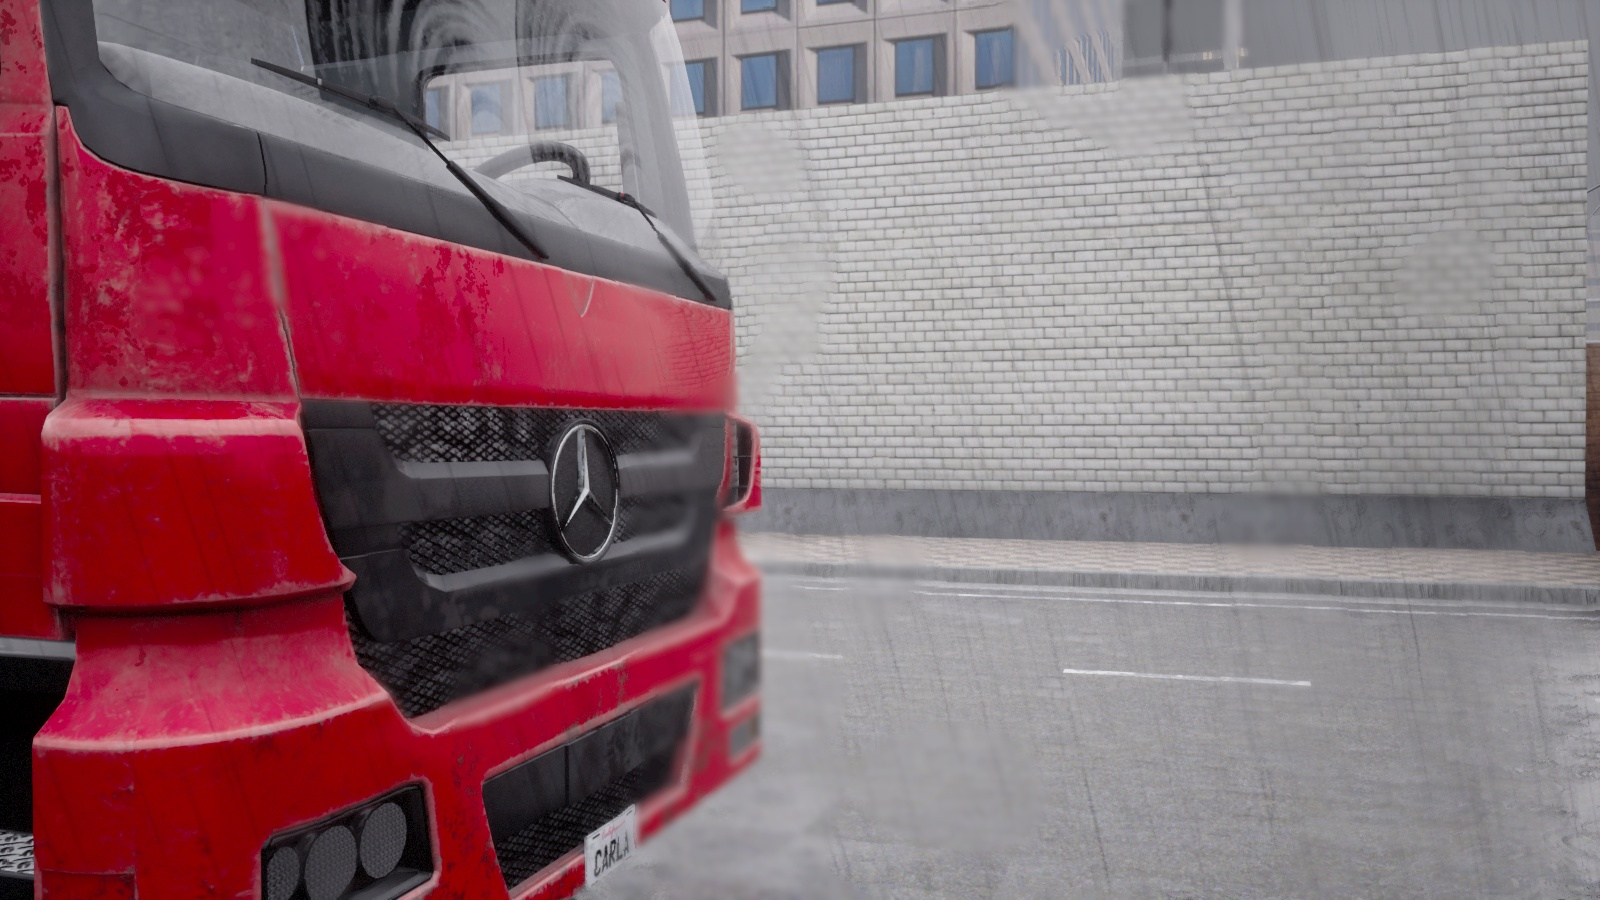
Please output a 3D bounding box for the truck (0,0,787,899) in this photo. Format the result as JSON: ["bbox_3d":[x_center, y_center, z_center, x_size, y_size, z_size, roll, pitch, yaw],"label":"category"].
[{"bbox_3d":[-4.275,-0.245,4.614,7.936,3.462,2.891,1,1,19],"label":"truck"}]
